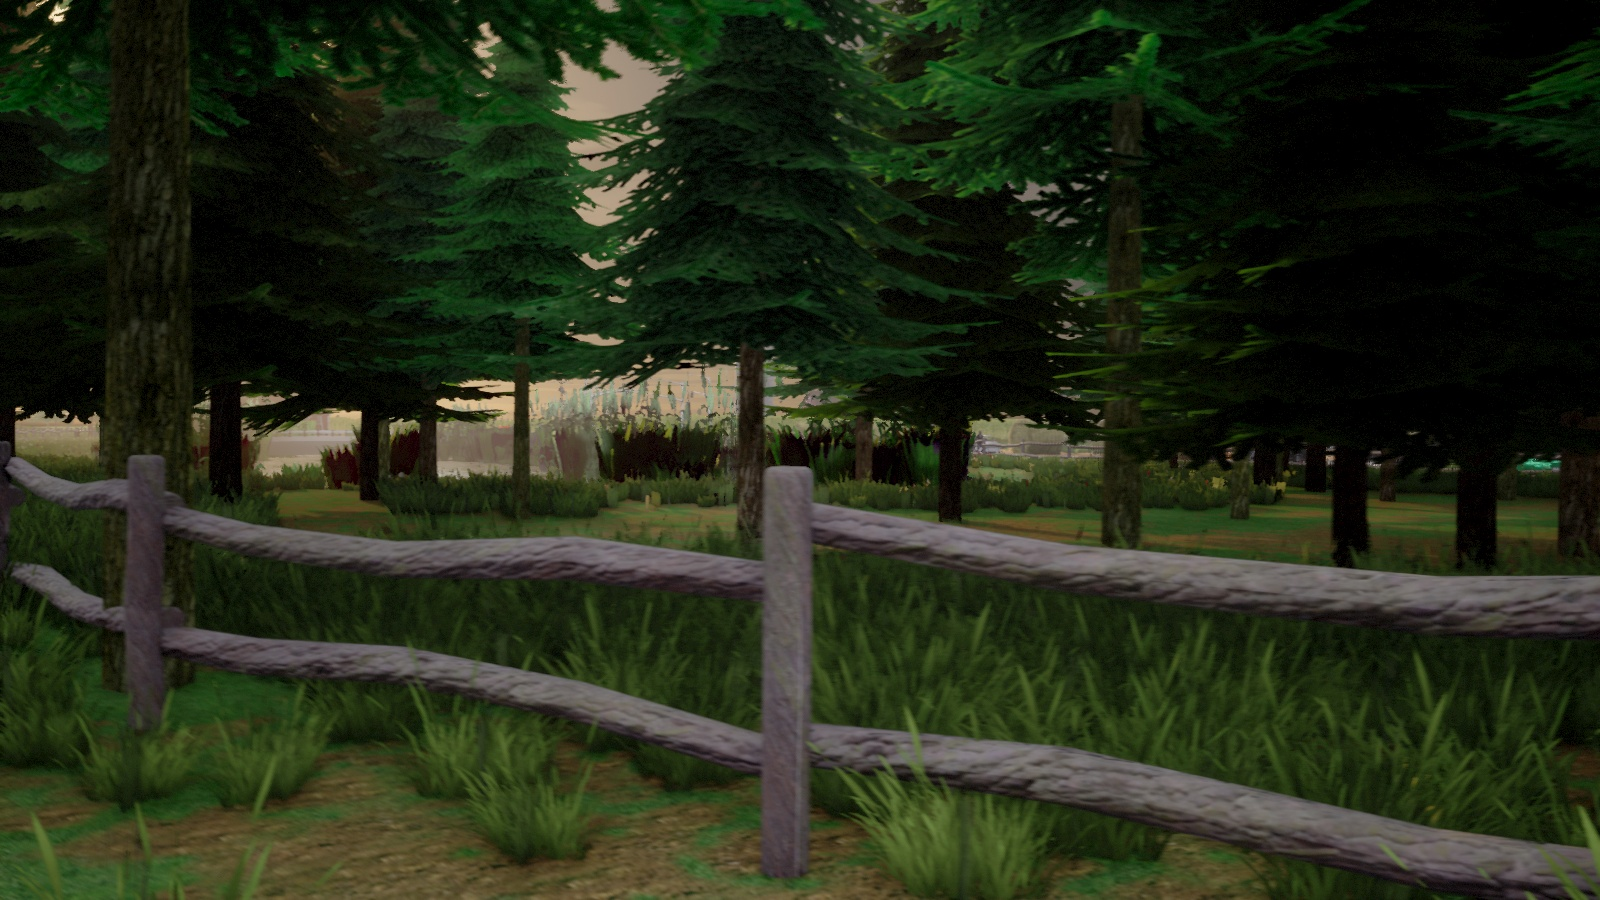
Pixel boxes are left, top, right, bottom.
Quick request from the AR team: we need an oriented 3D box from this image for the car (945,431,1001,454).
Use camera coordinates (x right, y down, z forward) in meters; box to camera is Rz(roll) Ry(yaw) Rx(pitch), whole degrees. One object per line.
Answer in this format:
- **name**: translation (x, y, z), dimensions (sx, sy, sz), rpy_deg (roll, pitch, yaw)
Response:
- **car**: translation (11.524, -0.524, 83.695), dimensions (1.970, 1.475, 3.806), rpy_deg (-1, 1, -24)

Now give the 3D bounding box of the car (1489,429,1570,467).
- **car**: translation (27.602, -0.104, 47.558), dimensions (1.481, 1.376, 2.207), rpy_deg (-1, 1, -24)

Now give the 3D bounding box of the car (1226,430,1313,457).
- **car**: translation (26.057, -0.372, 69.706), dimensions (4.674, 1.442, 1.812), rpy_deg (-1, 1, -27)
